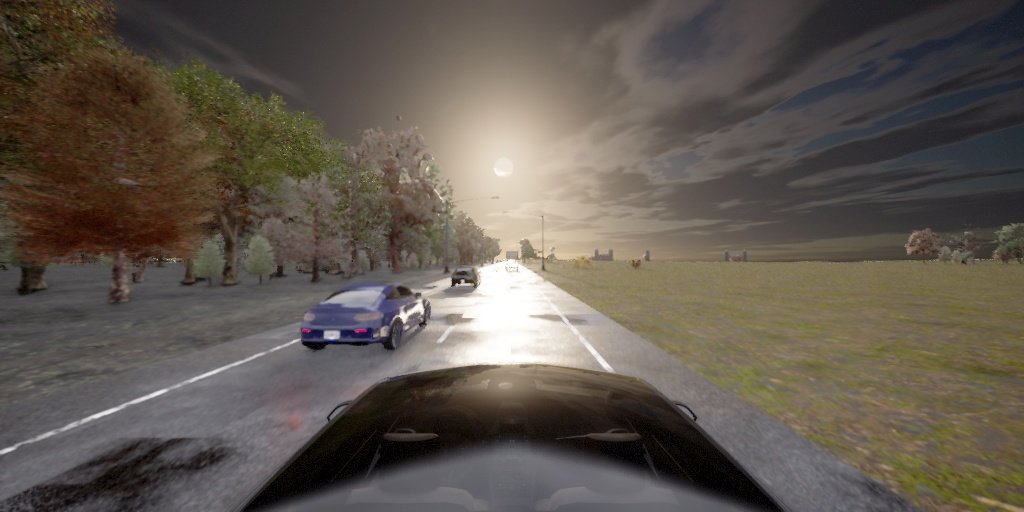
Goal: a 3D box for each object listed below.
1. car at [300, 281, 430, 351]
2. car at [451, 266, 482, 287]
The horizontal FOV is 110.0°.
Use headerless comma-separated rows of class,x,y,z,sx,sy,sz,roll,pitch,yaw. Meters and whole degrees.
car,-3.404,1.352,9.090,1.812,1.442,4.674,0,-1,0
car,-3.394,1.517,27.097,1.837,1.490,4.892,0,-1,0
